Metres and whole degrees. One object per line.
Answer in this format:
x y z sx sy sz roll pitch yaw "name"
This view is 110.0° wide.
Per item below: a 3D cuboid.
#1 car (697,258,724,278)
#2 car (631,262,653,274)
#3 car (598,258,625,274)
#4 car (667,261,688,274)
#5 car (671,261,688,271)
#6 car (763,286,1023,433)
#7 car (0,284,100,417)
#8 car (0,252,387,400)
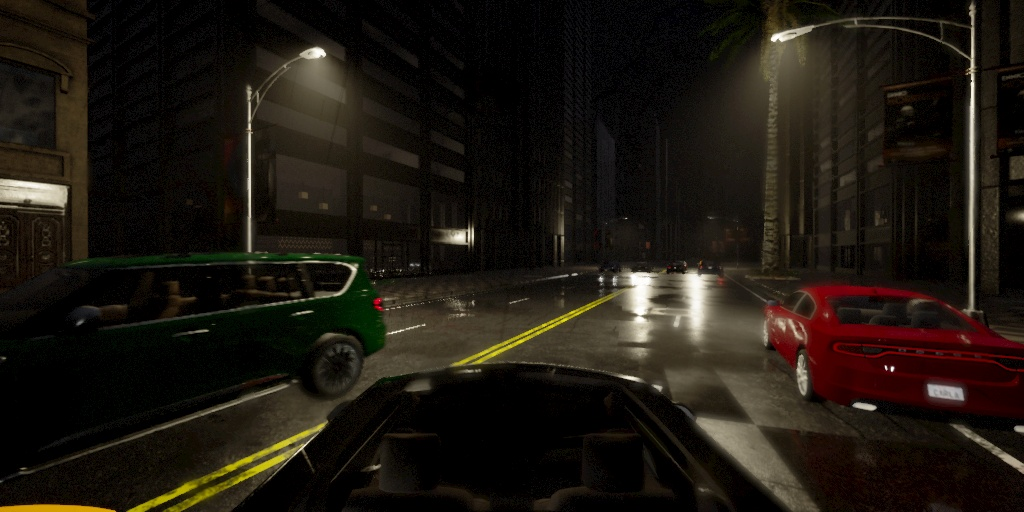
19.280 1.113 34.899 2.097 1.767 4.553 0 0 27 "car"
14.897 1.363 40.989 1.895 1.301 4.718 0 0 27 "car"
11.328 1.287 41.157 1.812 1.442 4.674 0 0 27 "car"
18.638 1.311 40.721 2.033 1.411 5.357 0 0 27 "car"
23.523 1.374 50.221 1.895 1.301 4.718 0 0 27 "car"
5.512 1.227 5.819 1.882 1.535 5.008 0 0 27 "car"
-8.038 1.242 3.496 2.128 1.511 4.902 0 0 27 "car"
-4.060 0.971 4.123 2.150 2.045 5.566 0 0 27 "car"
